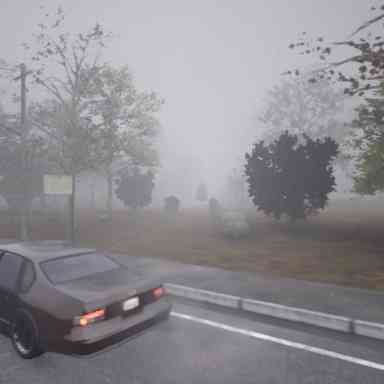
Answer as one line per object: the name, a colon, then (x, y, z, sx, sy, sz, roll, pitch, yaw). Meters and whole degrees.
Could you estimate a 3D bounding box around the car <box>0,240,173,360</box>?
car: (-2.881, 1.616, 6.046, 5.357, 1.411, 2.033, -1, 0, 36)
